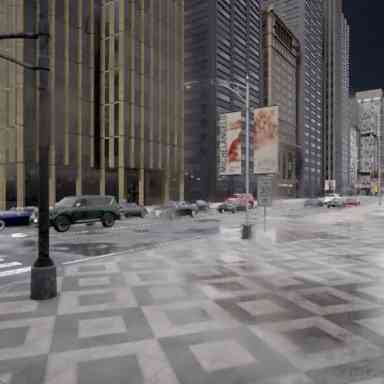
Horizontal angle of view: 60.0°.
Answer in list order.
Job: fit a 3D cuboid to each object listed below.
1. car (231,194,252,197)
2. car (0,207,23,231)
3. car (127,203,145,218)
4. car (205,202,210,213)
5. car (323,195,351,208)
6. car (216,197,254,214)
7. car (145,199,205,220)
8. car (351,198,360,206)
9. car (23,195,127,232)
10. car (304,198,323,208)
[{"bbox_3d":[6.378,1.263,44.787,2.150,2.045,5.566,0,0,37],"label":"car"},{"bbox_3d":[-10.796,1.602,20.819,1.895,1.301,4.718,0,0,35],"label":"car"},{"bbox_3d":[-5.672,1.576,27.992,1.994,1.385,4.181,0,0,35],"label":"car"},{"bbox_3d":[0.243,1.552,36.260,1.812,1.442,4.674,0,0,36],"label":"car"},{"bbox_3d":[21.200,1.624,48.513,2.033,1.411,5.357,0,0,36],"label":"car"},{"bbox_3d":[4.784,1.585,37.017,2.033,1.411,5.357,0,0,35],"label":"car"},{"bbox_3d":[-1.323,1.514,28.487,2.128,1.511,4.902,0,0,36],"label":"car"},{"bbox_3d":[27.967,1.658,57.968,1.994,1.385,4.181,0,0,35],"label":"car"},{"bbox_3d":[-6.994,1.232,20.549,2.150,2.045,5.566,0,0,36],"label":"car"},{"bbox_3d":[18.570,1.618,50.409,2.033,1.411,5.357,0,0,36],"label":"car"}]
